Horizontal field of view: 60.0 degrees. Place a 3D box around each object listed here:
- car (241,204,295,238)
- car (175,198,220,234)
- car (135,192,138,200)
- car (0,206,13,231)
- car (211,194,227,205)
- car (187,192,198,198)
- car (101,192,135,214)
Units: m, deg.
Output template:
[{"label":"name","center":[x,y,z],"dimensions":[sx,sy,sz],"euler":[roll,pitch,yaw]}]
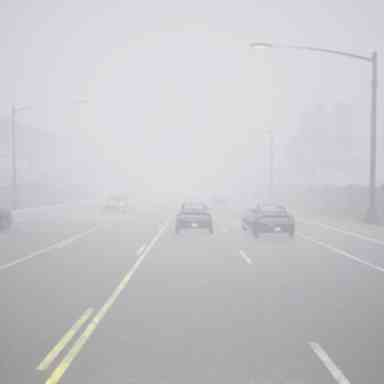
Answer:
[{"label":"car","center":[3.609,1.330,16.394],"dimensions":[2.128,1.511,4.902],"euler":[0,1,0]},{"label":"car","center":[0.110,1.314,17.956],"dimensions":[2.128,1.511,4.902],"euler":[0,0,0]},{"label":"car","center":[-10.488,0.687,57.582],"dimensions":[2.128,1.511,4.902],"euler":[0,2,0]},{"label":"car","center":[-10.581,1.335,16.024],"dimensions":[2.128,1.511,4.902],"euler":[0,1,0]},{"label":"car","center":[3.625,1.035,45.259],"dimensions":[2.033,1.411,5.357],"euler":[0,1,0]},{"label":"car","center":[0.134,0.698,58.161],"dimensions":[1.812,1.442,4.674],"euler":[0,2,0]},{"label":"car","center":[-7.040,1.045,31.282],"dimensions":[2.097,1.767,4.553],"euler":[0,1,0]}]
